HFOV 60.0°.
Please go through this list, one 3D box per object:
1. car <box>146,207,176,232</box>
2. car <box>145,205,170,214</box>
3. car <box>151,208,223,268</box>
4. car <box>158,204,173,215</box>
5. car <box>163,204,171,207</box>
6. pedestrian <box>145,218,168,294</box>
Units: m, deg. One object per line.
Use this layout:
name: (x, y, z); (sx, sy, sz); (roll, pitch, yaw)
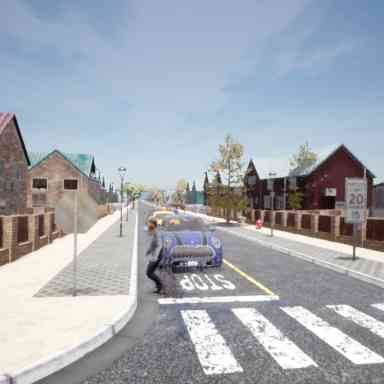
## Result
car: (-1.884, 2.051, 22.378); (1.882, 1.535, 5.008); (1, -2, -9)
car: (-3.524, 2.353, 32.514); (1.837, 1.490, 4.892); (1, -2, -9)
car: (-0.288, 1.656, 12.385); (2.097, 1.767, 4.553); (1, -2, -8)
car: (-4.608, 2.928, 57.483); (2.097, 1.767, 4.553); (1, -2, -9)
car: (-2.963, 2.846, 47.334); (2.033, 1.411, 5.357); (1, -2, -9)
pedestrian: (-0.833, 1.453, 7.775); (0.375, 1.860, 0.375); (0, 0, -9)
